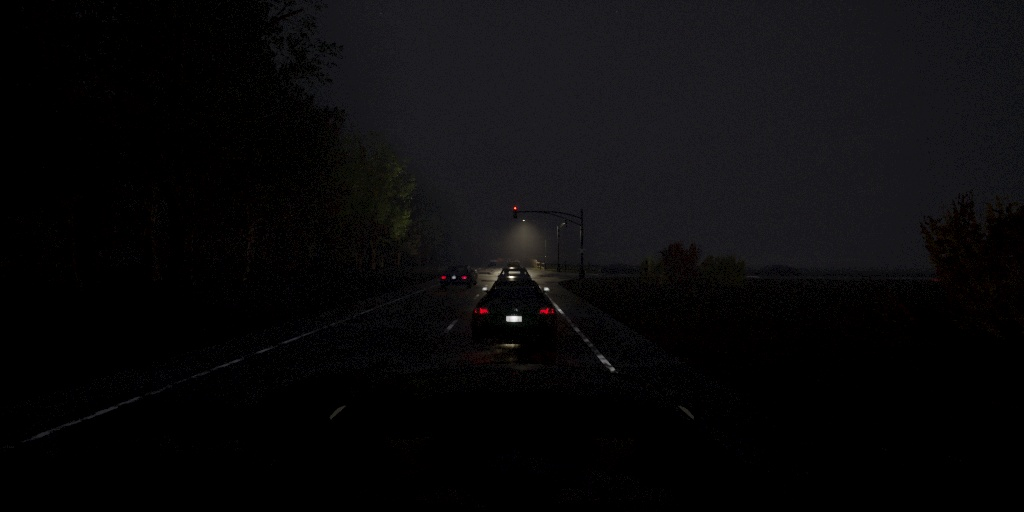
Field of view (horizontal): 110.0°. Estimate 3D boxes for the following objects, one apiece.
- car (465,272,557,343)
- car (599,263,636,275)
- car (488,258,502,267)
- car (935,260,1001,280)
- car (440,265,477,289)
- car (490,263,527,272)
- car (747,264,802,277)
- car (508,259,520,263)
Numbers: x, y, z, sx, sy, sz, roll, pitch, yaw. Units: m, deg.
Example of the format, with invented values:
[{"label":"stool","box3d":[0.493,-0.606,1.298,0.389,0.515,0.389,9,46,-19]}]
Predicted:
[{"label":"car","box3d":[0.093,1.316,9.674,1.994,1.385,4.181,0,0,1]},{"label":"car","box3d":[12.318,1.509,42.148,4.181,1.385,1.994,1,-1,4]},{"label":"car","box3d":[-3.327,1.301,64.844,2.033,1.411,5.357,0,0,0]},{"label":"car","box3d":[48.592,1.499,38.058,5.566,2.045,2.150,1,-1,0]},{"label":"car","box3d":[-3.373,1.302,23.354,2.033,1.411,5.357,0,0,0]},{"label":"car","box3d":[0.121,1.301,18.879,2.033,1.411,5.357,0,0,0]},{"label":"car","box3d":[30.528,1.687,41.755,5.357,1.411,2.033,1,-1,0]},{"label":"car","box3d":[0.198,1.260,57.901,1.837,1.490,4.892,-1,0,-1]}]
